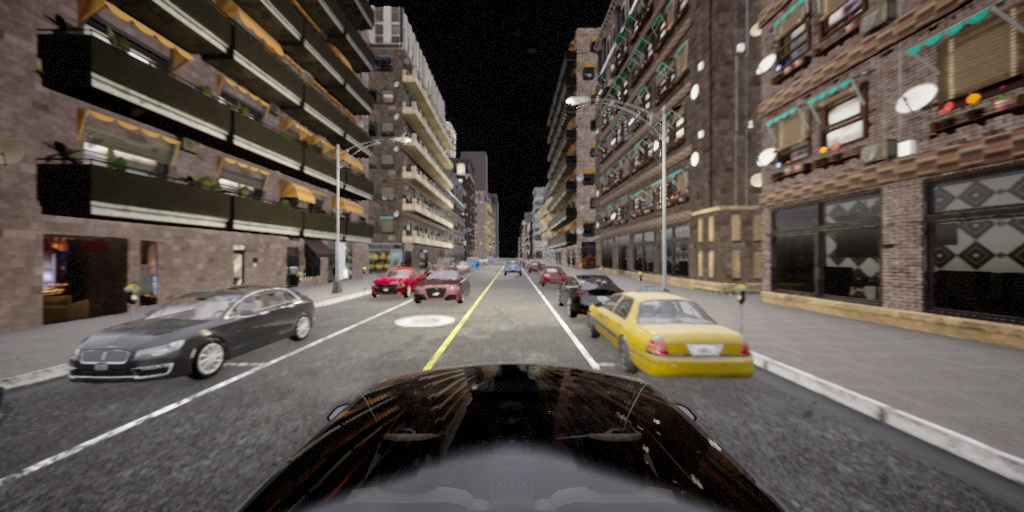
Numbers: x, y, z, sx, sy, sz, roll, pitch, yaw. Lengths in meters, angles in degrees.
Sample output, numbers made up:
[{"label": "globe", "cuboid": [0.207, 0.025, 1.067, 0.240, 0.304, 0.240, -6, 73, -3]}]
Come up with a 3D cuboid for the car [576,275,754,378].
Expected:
[{"label": "car", "cuboid": [2.691, 1.271, 7.315, 1.751, 1.417, 4.829, 0, 0, 0]}]

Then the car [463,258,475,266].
[{"label": "car", "cuboid": [-5.687, 1.245, 40.797, 1.751, 1.417, 4.829, 0, 0, 0]}]

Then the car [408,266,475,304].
[{"label": "car", "cuboid": [-2.999, 1.311, 16.153, 1.994, 1.385, 4.181, 0, 0, 0]}]

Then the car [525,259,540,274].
[{"label": "car", "cuboid": [2.694, 1.301, 40.963, 1.802, 1.307, 4.207, 0, 0, 0]}]

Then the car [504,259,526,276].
[{"label": "car", "cuboid": [0.100, 1.270, 37.396, 2.033, 1.411, 5.357, 0, 0, 0]}]

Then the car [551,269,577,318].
[{"label": "car", "cuboid": [2.691, 1.307, 12.781, 1.948, 1.339, 4.313, 0, 0, 0]}]

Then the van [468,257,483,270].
[{"label": "van", "cuboid": [-5.686, 1.052, 52.240, 1.690, 1.789, 3.998, 0, 0, 0]}]

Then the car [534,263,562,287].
[{"label": "car", "cuboid": [2.692, 1.314, 24.054, 1.802, 1.307, 4.207, 0, 0, 0]}]

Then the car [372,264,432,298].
[{"label": "car", "cuboid": [-5.689, 1.282, 18.423, 1.888, 1.381, 4.507, 0, 0, 0]}]

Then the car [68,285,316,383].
[{"label": "car", "cuboid": [-5.691, 1.296, 7.150, 2.007, 1.370, 4.403, 0, 0, 0]}]

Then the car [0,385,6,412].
[{"label": "car", "cuboid": [-5.691, 1.301, 1.513, 2.007, 1.370, 4.403, 0, 0, 0]}]

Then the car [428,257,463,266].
[{"label": "car", "cuboid": [-5.688, 1.043, 29.696, 2.192, 1.841, 5.009, 0, 0, 0]}]
